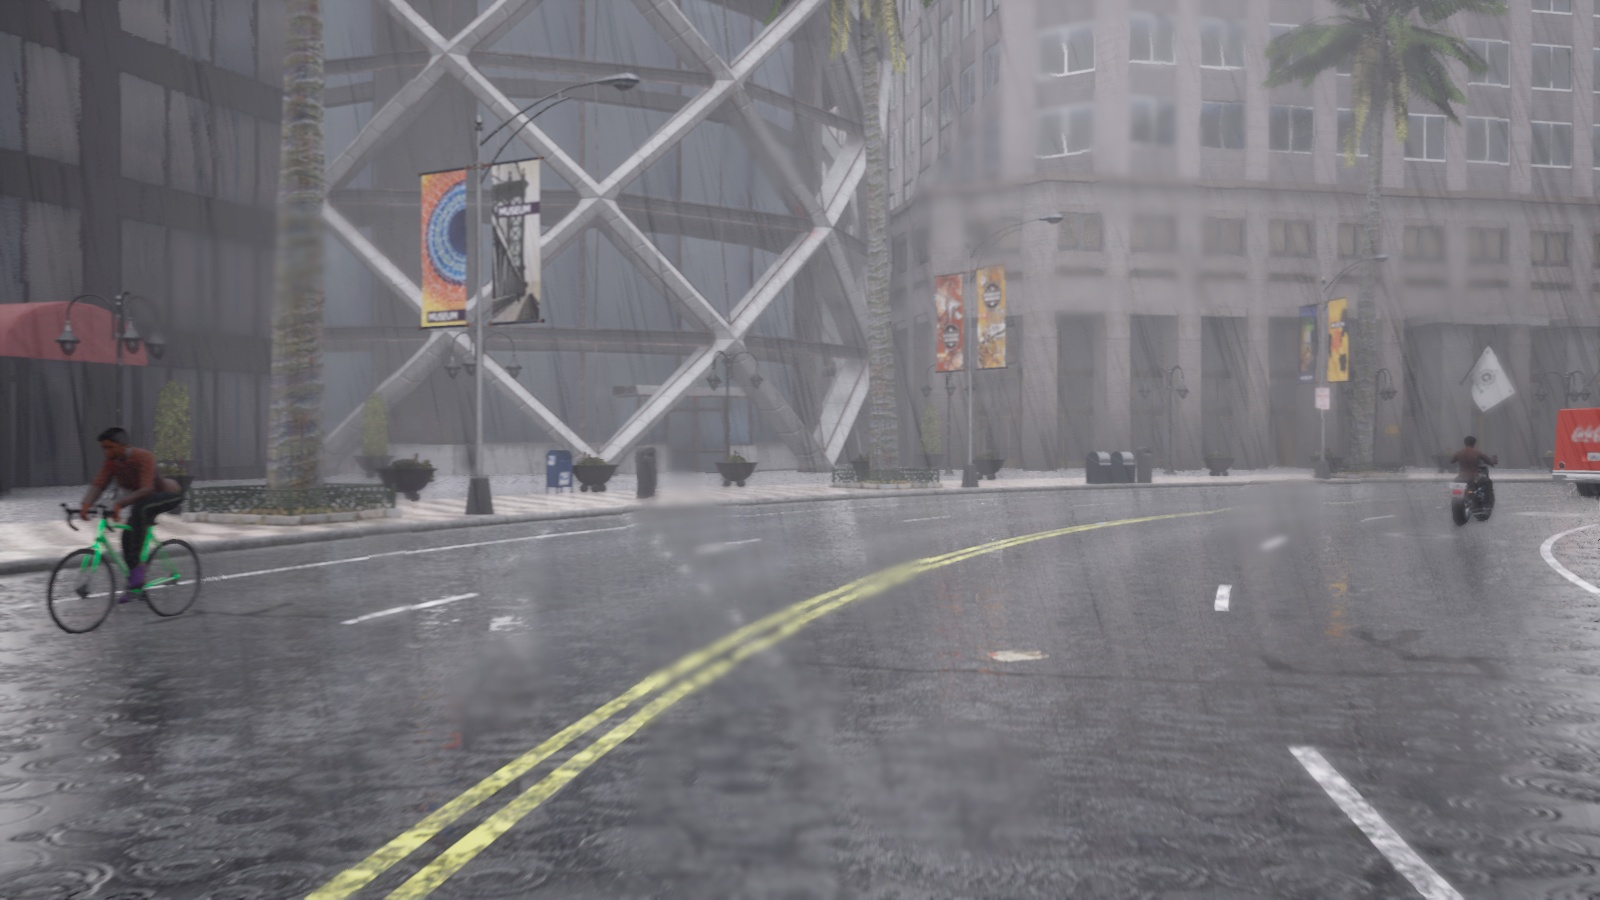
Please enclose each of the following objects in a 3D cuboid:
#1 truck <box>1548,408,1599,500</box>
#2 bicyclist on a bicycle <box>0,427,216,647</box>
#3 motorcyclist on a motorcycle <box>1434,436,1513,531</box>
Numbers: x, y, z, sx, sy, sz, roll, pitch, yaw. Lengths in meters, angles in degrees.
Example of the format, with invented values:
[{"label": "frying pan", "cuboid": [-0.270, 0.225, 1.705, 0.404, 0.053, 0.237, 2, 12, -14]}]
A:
[{"label": "truck", "cuboid": [23.649, 0.106, 34.531, 5.204, 2.467, 2.627, 0, 0, -21]}, {"label": "bicyclist on a bicycle", "cuboid": [-5.543, 0.632, 10.134, 0.582, 1.620, 1.656, 0, 1, 14]}, {"label": "motorcyclist on a motorcycle", "cuboid": [12.350, 0.589, 22.990, 0.766, 1.649, 2.350, 1, 1, 40]}]
